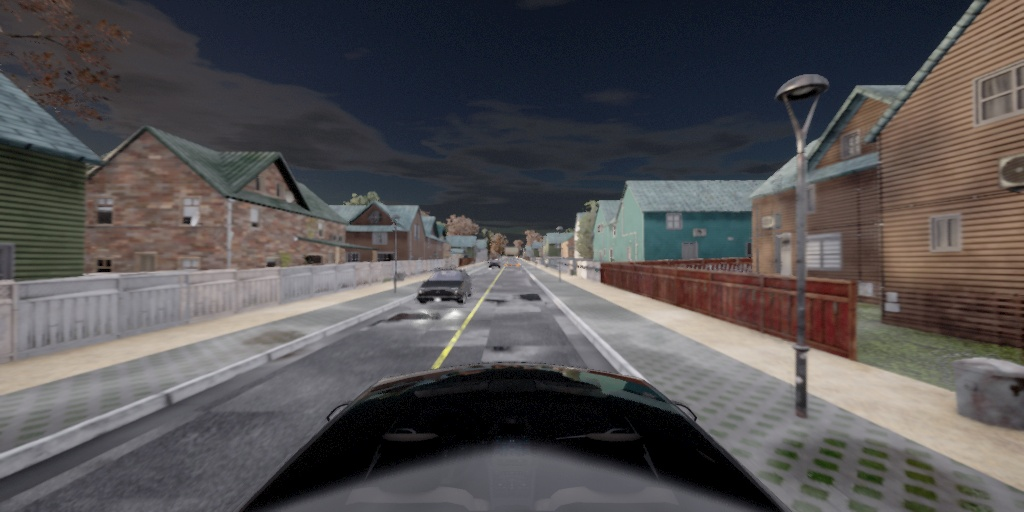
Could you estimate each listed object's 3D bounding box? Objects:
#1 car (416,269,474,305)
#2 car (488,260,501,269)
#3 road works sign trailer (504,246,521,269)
[{"bbox_3d":[-2.856,1.302,16.432,2.033,1.411,5.357,0,0,0],"label":"car"},{"bbox_3d":[-2.813,1.291,58.714,2.033,1.411,5.357,0,0,1],"label":"car"},{"bbox_3d":[-0.020,0.210,56.911,2.380,3.560,2.880,0,0,0],"label":"road works sign trailer"}]
